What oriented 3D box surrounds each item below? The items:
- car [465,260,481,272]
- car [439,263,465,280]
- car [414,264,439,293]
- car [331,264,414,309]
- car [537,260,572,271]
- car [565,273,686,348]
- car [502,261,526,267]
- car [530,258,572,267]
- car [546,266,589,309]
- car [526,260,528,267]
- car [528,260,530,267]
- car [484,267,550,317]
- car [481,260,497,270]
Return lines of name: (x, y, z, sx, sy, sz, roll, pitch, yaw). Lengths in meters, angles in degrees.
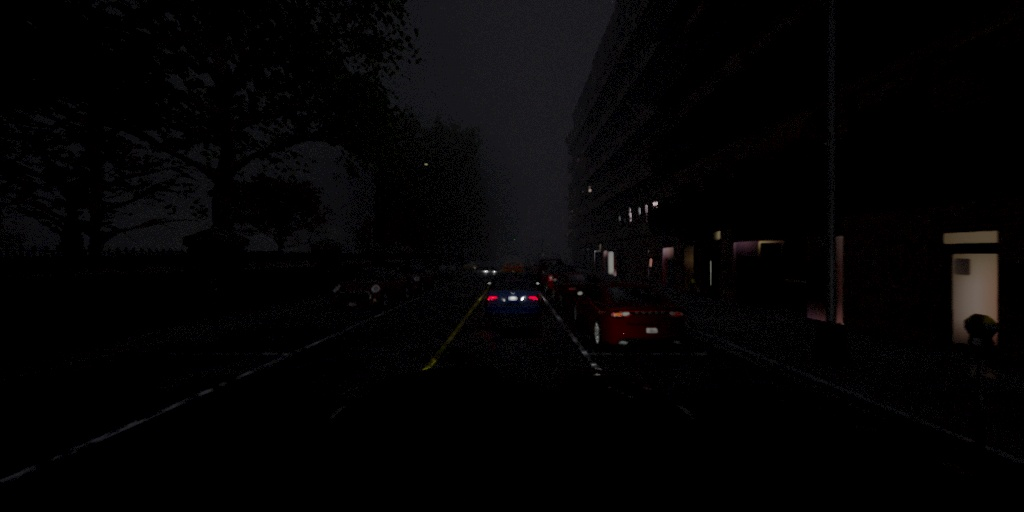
car: (-5.669, 1.314, 48.369, 1.751, 1.417, 4.829, 0, 0, 0)
car: (-5.676, 1.321, 31.649, 2.007, 1.370, 4.403, 0, 0, 0)
car: (-5.681, 1.202, 20.387, 1.967, 1.591, 4.097, 0, 0, 0)
car: (-5.683, 1.197, 14.759, 1.967, 1.591, 4.097, 0, 0, 0)
car: (2.700, 1.201, 20.385, 1.967, 1.591, 4.097, 0, 0, 0)
car: (2.695, 1.298, 9.125, 1.888, 1.381, 4.507, 0, 0, 0)
car: (0.092, 1.250, 33.447, 1.882, 1.535, 5.008, 0, 0, 0)
car: (2.702, 1.081, 26.015, 2.192, 1.841, 5.009, 0, 0, 0)
car: (2.697, 1.302, 14.756, 1.888, 1.381, 4.507, 0, 0, 0)
car: (2.711, 1.228, 48.536, 1.967, 1.591, 4.097, 0, 0, 0)
car: (2.705, 1.210, 31.646, 1.967, 1.591, 4.097, 0, 0, 0)
car: (0.052, 1.304, 13.123, 2.033, 1.411, 5.357, 0, 0, 1)
car: (-3.068, 1.340, 51.554, 2.033, 1.411, 5.357, 0, 0, 0)
